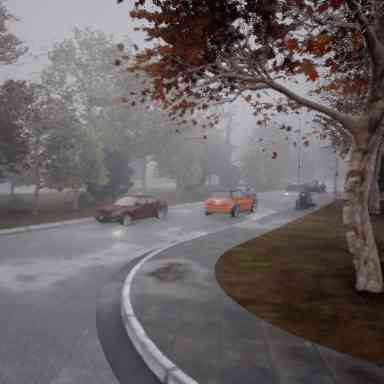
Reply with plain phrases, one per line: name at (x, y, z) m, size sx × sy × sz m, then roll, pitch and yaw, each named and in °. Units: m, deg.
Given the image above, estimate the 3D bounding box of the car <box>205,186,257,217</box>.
car at (2.697, 0.597, 22.376) m, size 2.097 × 1.767 × 4.553 m, roll 1°, pitch 3°, yaw 31°

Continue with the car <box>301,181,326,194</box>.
car at (16.817, -0.743, 45.381) m, size 2.097 × 1.767 × 4.553 m, roll 1°, pitch 4°, yaw 31°

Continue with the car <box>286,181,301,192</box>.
car at (15.568, -0.847, 49.754) m, size 1.882 × 1.535 × 5.008 m, roll 1°, pitch 4°, yaw 32°

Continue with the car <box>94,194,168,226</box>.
car at (-3.357, 0.917, 19.087) m, size 1.882 × 1.535 × 5.008 m, roll 1°, pitch 3°, yaw 31°

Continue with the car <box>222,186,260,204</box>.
car at (4.870, 0.220, 32.520) m, size 1.837 × 1.490 × 4.892 m, roll 1°, pitch 4°, yaw 32°
